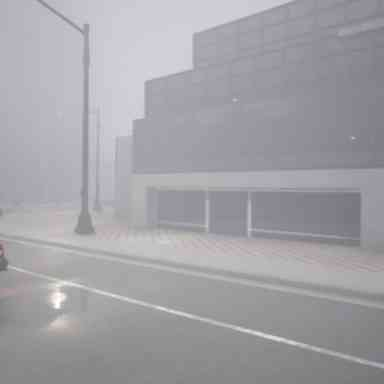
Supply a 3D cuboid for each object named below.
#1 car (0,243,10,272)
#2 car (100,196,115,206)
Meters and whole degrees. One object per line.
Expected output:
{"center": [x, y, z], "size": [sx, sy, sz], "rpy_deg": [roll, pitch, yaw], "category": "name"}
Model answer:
{"center": [-7.071, 1.520, 9.051], "size": [5.357, 1.411, 2.033], "rpy_deg": [1, 0, 35], "category": "car"}
{"center": [-10.591, 1.260, 47.103], "size": [2.033, 1.411, 5.357], "rpy_deg": [1, 0, 36], "category": "car"}
